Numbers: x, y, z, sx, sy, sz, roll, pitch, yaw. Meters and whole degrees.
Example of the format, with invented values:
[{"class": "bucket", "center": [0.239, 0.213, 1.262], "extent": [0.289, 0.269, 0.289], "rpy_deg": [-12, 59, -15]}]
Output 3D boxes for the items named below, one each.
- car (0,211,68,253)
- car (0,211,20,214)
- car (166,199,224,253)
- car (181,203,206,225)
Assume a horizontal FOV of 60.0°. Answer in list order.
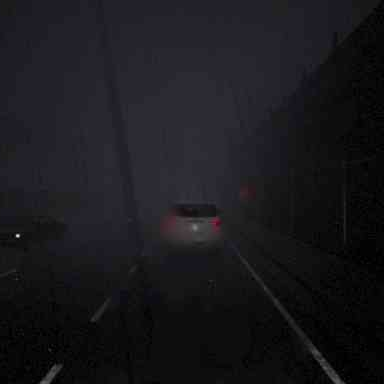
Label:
[{"class": "car", "center": [-7.089, 1.695, 14.310], "extent": [1.895, 1.301, 4.718], "rpy_deg": [0, 0, 0]}, {"class": "car", "center": [-10.575, 1.721, 18.396], "extent": [1.895, 1.301, 4.718], "rpy_deg": [0, 0, 0]}, {"class": "car", "center": [0.103, 1.316, 14.322], "extent": [2.150, 2.045, 5.566], "rpy_deg": [0, 0, 0]}, {"class": "car", "center": [0.103, 1.699, 26.404], "extent": [1.812, 1.442, 4.674], "rpy_deg": [0, 0, 0]}]
